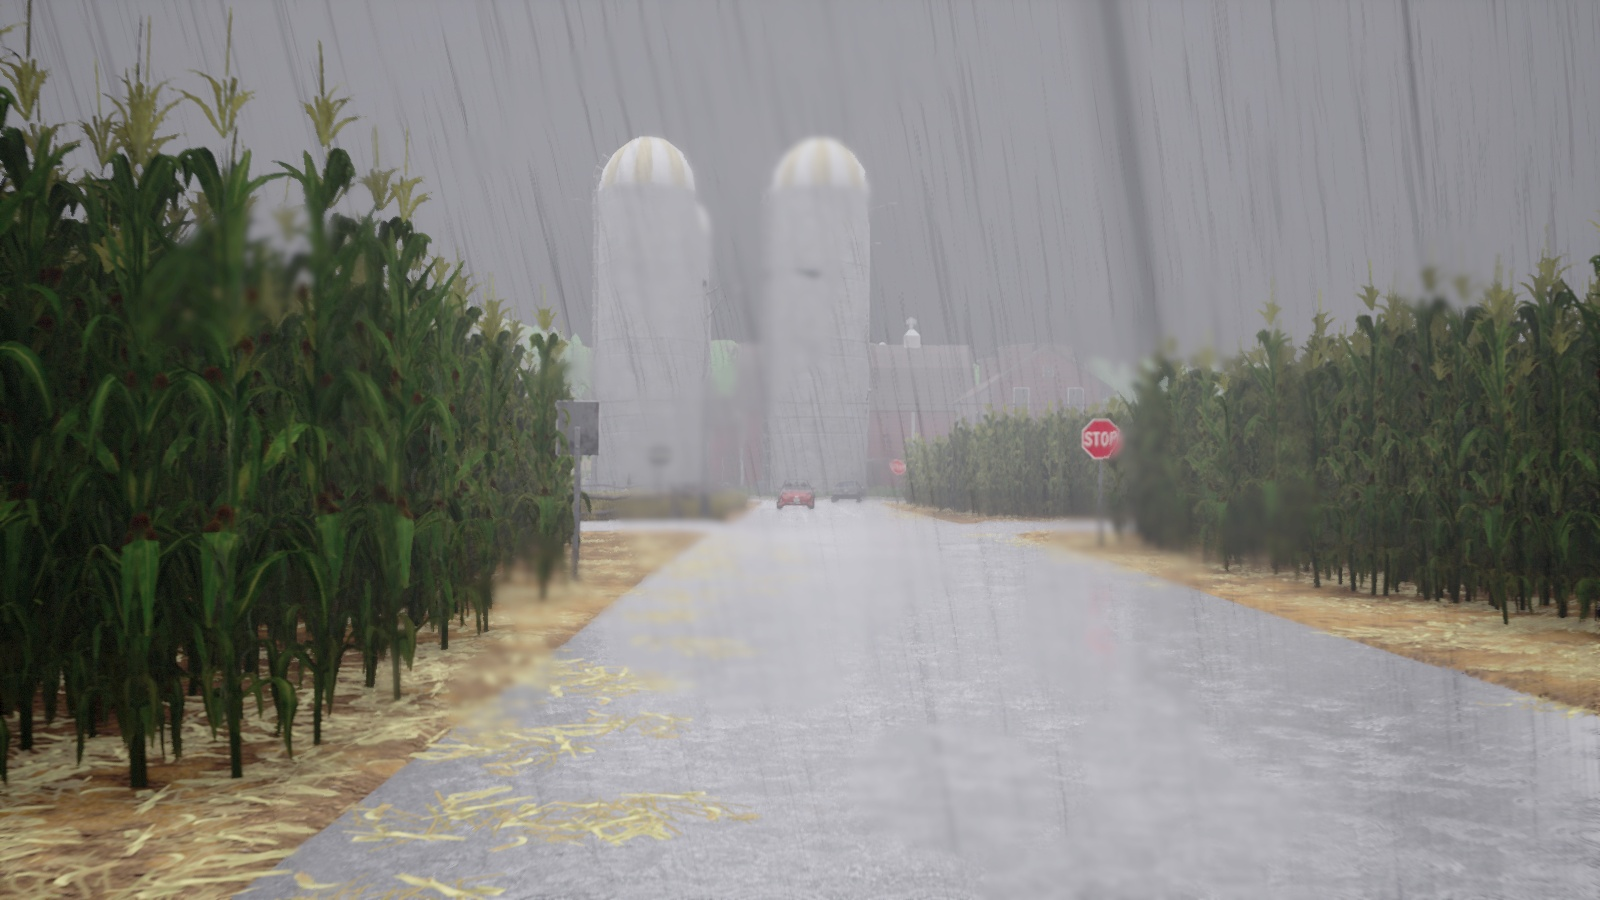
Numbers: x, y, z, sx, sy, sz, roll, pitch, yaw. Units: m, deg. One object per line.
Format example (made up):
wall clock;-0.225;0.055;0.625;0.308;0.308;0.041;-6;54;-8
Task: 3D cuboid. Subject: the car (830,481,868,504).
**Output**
car;3.088;2.623;78.165;2.033;1.411;5.357;0;-1;5

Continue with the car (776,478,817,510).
car;-0.159;2.215;64.047;2.007;1.525;4.514;0;-1;0
